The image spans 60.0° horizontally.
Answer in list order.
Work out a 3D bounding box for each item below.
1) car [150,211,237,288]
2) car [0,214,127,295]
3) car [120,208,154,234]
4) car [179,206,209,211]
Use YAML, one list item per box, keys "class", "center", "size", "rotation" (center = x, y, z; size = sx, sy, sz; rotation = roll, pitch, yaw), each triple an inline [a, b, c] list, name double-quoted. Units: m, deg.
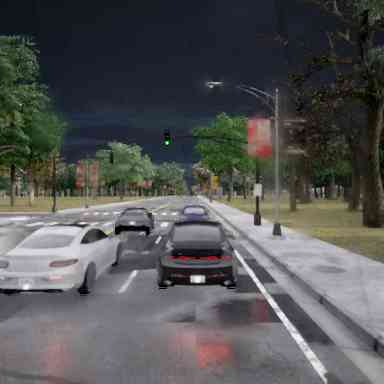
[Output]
- class: "car"
  center: [0.121, 1.526, 9.263]
  size: [1.837, 1.490, 4.892]
  rotation: [0, 0, 0]
- class: "car"
  center: [-3.131, 1.544, 8.626]
  size: [1.812, 1.442, 4.674]
  rotation: [0, 0, 0]
- class: "car"
  center: [-3.284, 1.607, 19.478]
  size: [1.994, 1.385, 4.181]
  rotation: [0, 0, -4]
- class: "car"
  center: [0.144, 1.572, 20.884]
  size: [1.812, 1.442, 4.674]
  rotation: [0, 0, 0]
